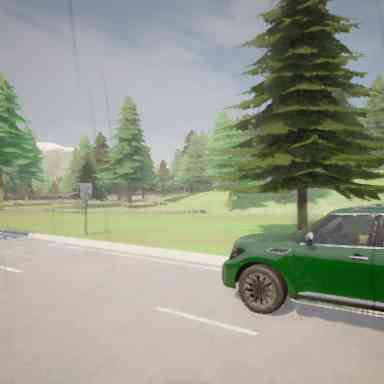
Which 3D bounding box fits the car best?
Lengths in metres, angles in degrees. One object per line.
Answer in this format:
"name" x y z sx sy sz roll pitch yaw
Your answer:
"car" 3.277 1.229 5.966 5.566 2.045 2.150 0 0 35
